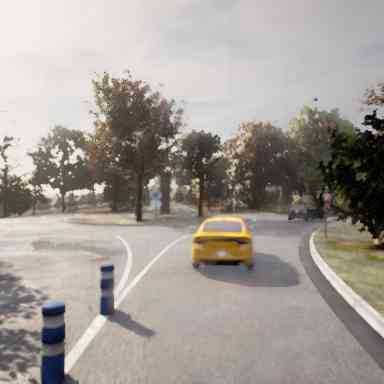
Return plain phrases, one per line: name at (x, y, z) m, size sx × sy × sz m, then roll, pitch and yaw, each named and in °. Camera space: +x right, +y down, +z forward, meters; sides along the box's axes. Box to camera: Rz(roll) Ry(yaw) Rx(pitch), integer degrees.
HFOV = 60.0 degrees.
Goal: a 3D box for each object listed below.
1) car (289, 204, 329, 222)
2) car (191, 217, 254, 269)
car at (11.508, 1.926, 32.726) m, size 4.553 × 1.767 × 2.097 m, roll 1°, pitch -1°, yaw -41°
car at (1.153, 1.621, 11.708) m, size 1.882 × 1.535 × 5.008 m, roll 0°, pitch -1°, yaw 8°
